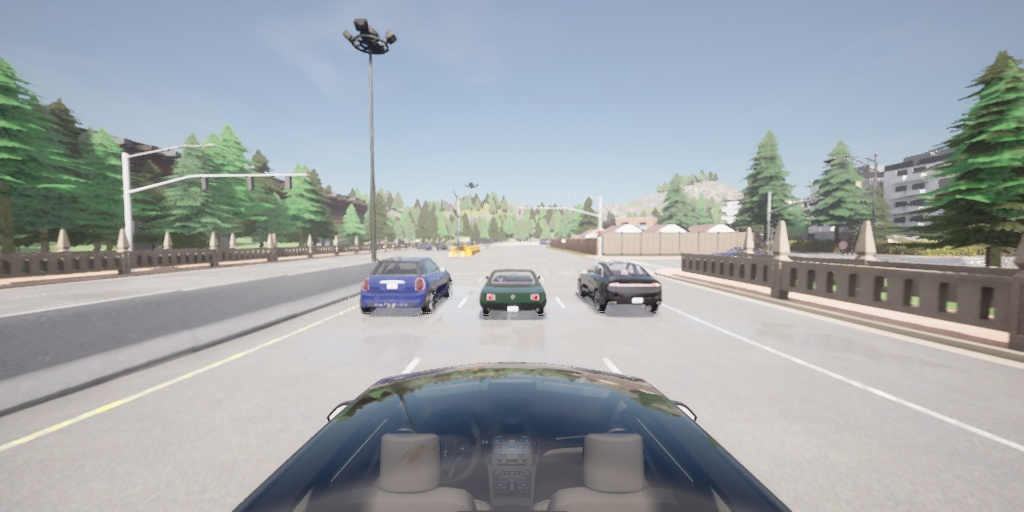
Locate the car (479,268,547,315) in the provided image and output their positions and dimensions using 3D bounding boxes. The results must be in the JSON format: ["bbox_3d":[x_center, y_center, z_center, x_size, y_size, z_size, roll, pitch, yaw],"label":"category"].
[{"bbox_3d":[0.042,1.064,12.057,1.895,1.301,4.718,0,3,0],"label":"car"}]

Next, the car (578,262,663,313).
[{"bbox_3d":[3.544,0.935,12.508,2.128,1.511,4.902,0,3,0],"label":"car"}]

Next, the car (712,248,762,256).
[{"bbox_3d":[22.759,-0.107,36.264,4.674,1.442,1.812,0,3,2],"label":"car"}]

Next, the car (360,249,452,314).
[{"bbox_3d":[-3.457,0.796,12.510,2.097,1.767,4.553,0,3,0],"label":"car"}]
